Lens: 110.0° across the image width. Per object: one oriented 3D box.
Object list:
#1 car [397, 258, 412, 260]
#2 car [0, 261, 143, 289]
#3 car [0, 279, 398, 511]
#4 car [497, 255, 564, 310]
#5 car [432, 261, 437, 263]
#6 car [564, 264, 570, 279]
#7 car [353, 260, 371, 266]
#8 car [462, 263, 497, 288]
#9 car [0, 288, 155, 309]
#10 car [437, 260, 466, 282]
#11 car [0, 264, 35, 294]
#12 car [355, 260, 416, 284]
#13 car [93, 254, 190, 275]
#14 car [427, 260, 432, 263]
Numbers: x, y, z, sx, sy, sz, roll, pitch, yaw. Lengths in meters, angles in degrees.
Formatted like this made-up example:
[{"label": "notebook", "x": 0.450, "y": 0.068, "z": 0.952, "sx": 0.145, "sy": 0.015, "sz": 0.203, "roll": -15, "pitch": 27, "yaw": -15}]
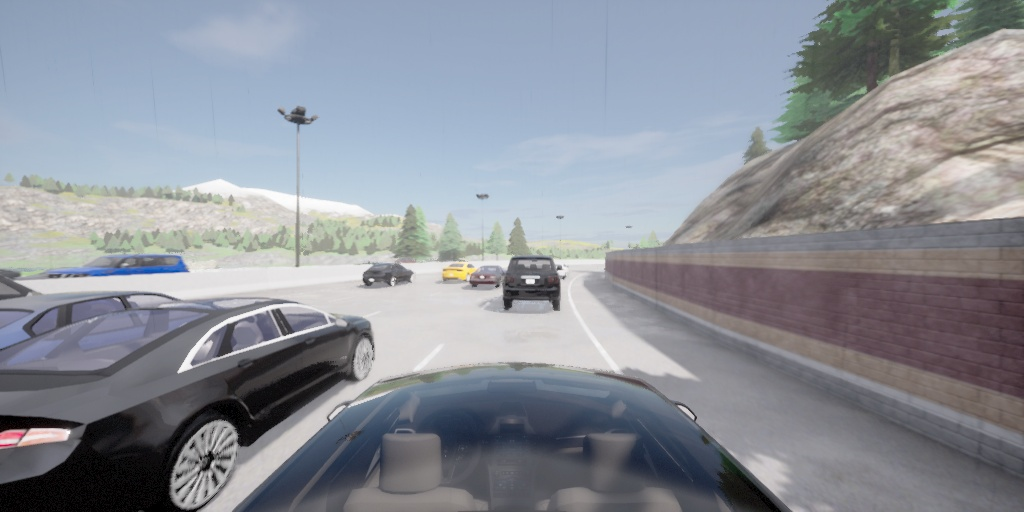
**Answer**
[{"label": "car", "x": -17.547, "y": 1.105, "z": 57.506, "sx": 2.097, "sy": 1.767, "sz": 4.553, "roll": 0, "pitch": 0, "yaw": 21}, {"label": "car", "x": -10.194, "y": 1.074, "z": 6.509, "sx": 2.097, "sy": 1.767, "sz": 4.553, "roll": 0, "pitch": 0, "yaw": 2}, {"label": "car", "x": -3.282, "y": 1.234, "z": 4.243, "sx": 2.128, "sy": 1.511, "sz": 4.902, "roll": 0, "pitch": 0, "yaw": 1}, {"label": "car", "x": 0.931, "y": 0.989, "z": 15.146, "sx": 2.150, "sy": 2.045, "sz": 5.566, "roll": 0, "pitch": 0, "yaw": 6}, {"label": "car", "x": -10.220, "y": 1.339, "z": 57.037, "sx": 1.994, "sy": 1.385, "sz": 4.181, "roll": 0, "pitch": 0, "yaw": 22}, {"label": "car", "x": 4.200, "y": 1.321, "z": 33.074, "sx": 1.812, "sy": 1.442, "sz": 4.674, "roll": 0, "pitch": 0, "yaw": 14}, {"label": "car", "x": -22.150, "y": 1.336, "z": 55.138, "sx": 1.895, "sy": 1.301, "sz": 4.718, "roll": 0, "pitch": 0, "yaw": 20}, {"label": "car", "x": -1.357, "y": 1.317, "z": 23.977, "sx": 2.033, "sy": 1.411, "sz": 5.357, "roll": 0, "pitch": 0, "yaw": 10}, {"label": "car", "x": -6.774, "y": 1.280, "z": 5.872, "sx": 2.033, "sy": 1.411, "sz": 5.357, "roll": 0, "pitch": 0, "yaw": 2}, {"label": "car", "x": -3.964, "y": 1.244, "z": 28.710, "sx": 1.882, "sy": 1.535, "sz": 5.008, "roll": 0, "pitch": 0, "yaw": 11}, {"label": "car", "x": -27.154, "y": 1.170, "z": 17.083, "sx": 2.128, "sy": 1.511, "sz": 4.902, "roll": 0, "pitch": 0, "yaw": 6}, {"label": "car", "x": -8.296, "y": 1.252, "z": 24.574, "sx": 1.837, "sy": 1.490, "sz": 4.892, "roll": 0, "pitch": 0, "yaw": 9}, {"label": "car", "x": -19.989, "y": 0.924, "z": 18.531, "sx": 2.150, "sy": 2.045, "sz": 5.566, "roll": 0, "pitch": 0, "yaw": 7}, {"label": "car", "x": -13.537, "y": 1.367, "z": 58.192, "sx": 1.895, "sy": 1.301, "sz": 4.718, "roll": 0, "pitch": 0, "yaw": 22}]
